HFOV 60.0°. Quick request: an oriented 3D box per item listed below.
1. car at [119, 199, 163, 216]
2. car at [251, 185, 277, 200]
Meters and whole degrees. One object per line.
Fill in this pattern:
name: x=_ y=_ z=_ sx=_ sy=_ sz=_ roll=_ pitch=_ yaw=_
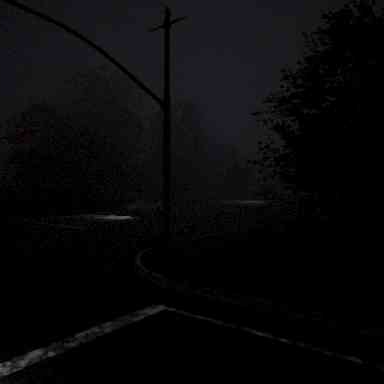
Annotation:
car: x=-4.520 y=1.352 z=30.692 sx=1.812 sy=1.442 sz=4.674 roll=0 pitch=1 yaw=37
car: x=11.089 y=-0.024 z=51.120 sx=2.150 sy=2.045 sz=5.566 roll=0 pitch=3 yaw=37
